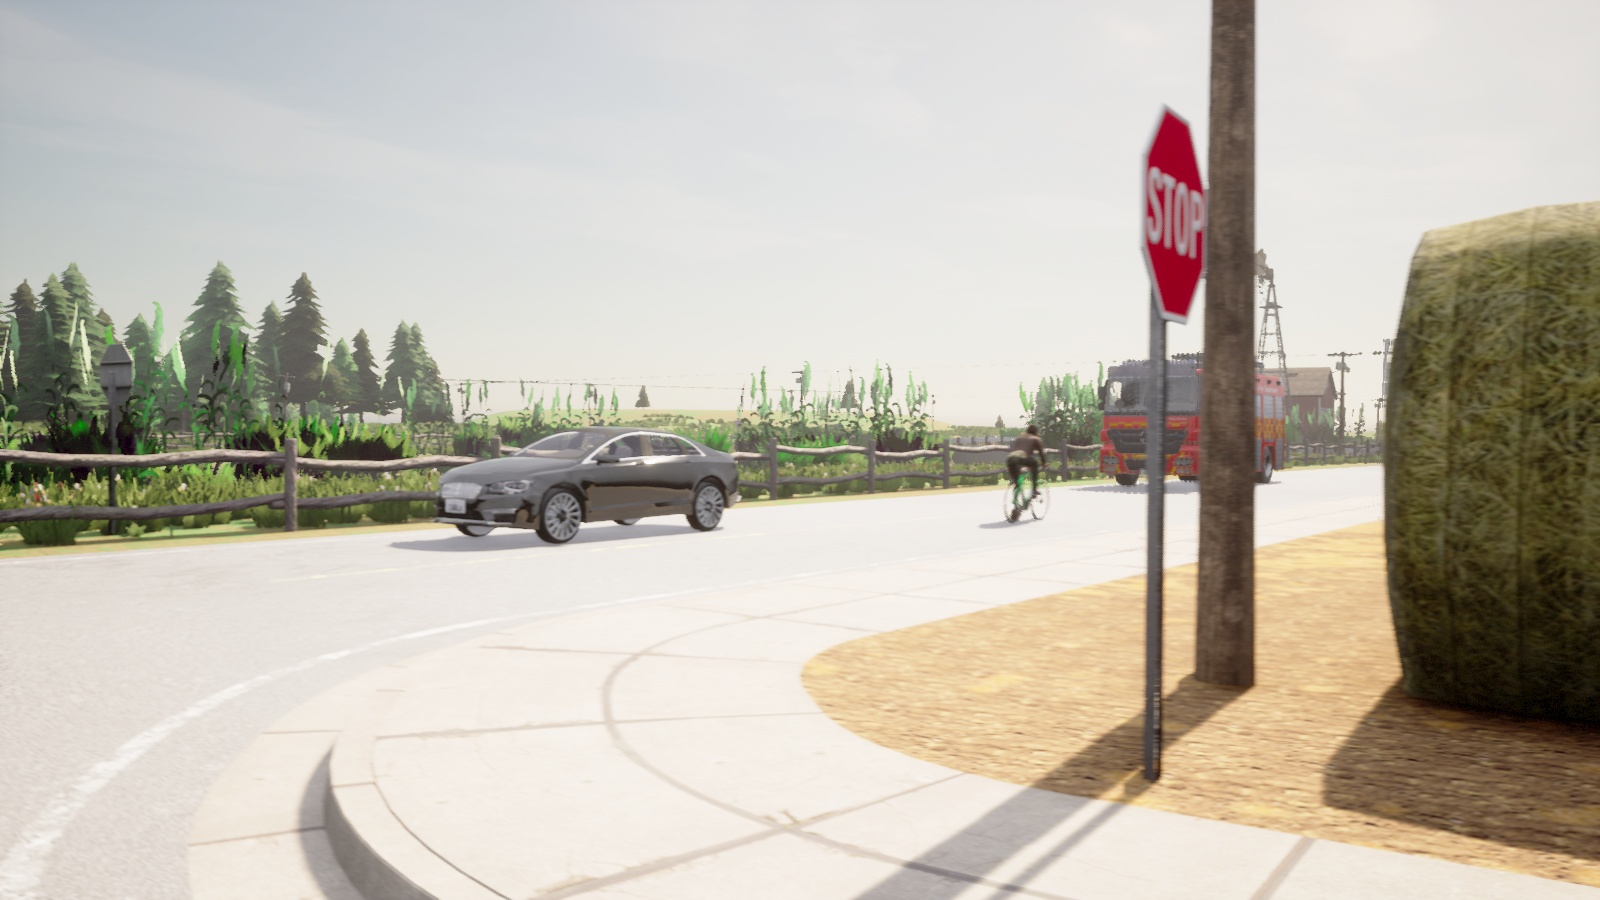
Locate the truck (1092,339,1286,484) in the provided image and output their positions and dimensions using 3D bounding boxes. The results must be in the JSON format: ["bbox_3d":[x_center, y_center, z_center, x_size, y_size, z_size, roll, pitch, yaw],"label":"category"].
[{"bbox_3d":[11.825,-1.082,37.533,2.891,3.827,8.468,0,1,36],"label":"truck"}]

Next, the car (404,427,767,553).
[{"bbox_3d":[-2.823,0.444,17.658,2.128,1.511,4.902,0,1,36],"label":"car"}]

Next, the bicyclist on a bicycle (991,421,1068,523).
[{"bbox_3d":[3.814,0.336,20.763,0.582,1.620,1.656,0,1,36],"label":"bicyclist on a bicycle"}]
